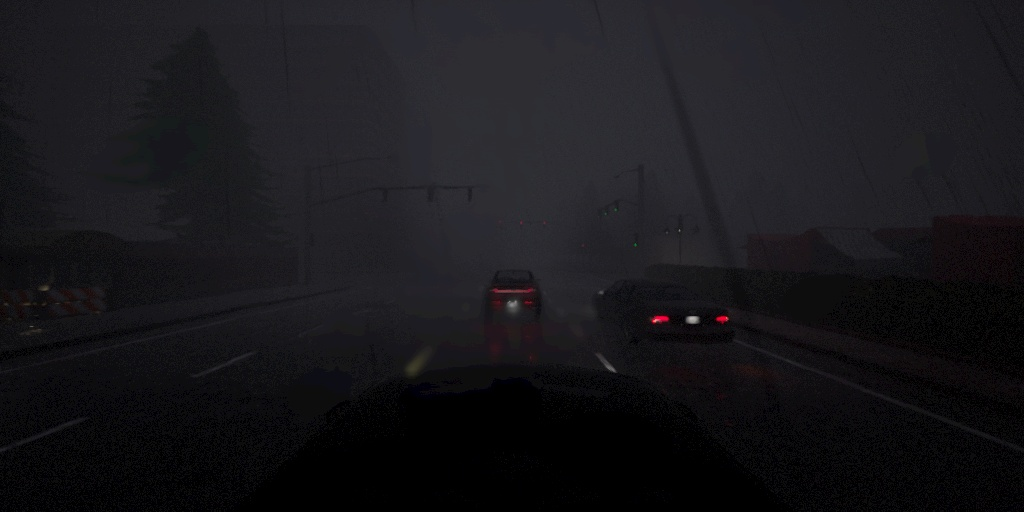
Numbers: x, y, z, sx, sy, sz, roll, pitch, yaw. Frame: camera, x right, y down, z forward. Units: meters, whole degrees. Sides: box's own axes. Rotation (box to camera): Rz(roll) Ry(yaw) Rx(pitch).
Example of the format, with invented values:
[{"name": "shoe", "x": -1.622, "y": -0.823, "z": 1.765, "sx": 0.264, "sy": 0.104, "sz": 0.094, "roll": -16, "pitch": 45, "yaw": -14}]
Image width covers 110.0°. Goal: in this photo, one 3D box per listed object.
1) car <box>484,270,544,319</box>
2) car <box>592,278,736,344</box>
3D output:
[{"name": "car", "x": 0.061, "y": 1.230, "z": 12.764, "sx": 2.128, "sy": 1.511, "sz": 4.902, "roll": 0, "pitch": 0, "yaw": 0}, {"name": "car", "x": 3.539, "y": 1.290, "z": 9.496, "sx": 2.033, "sy": 1.411, "sz": 5.357, "roll": 0, "pitch": 0, "yaw": 1}]
